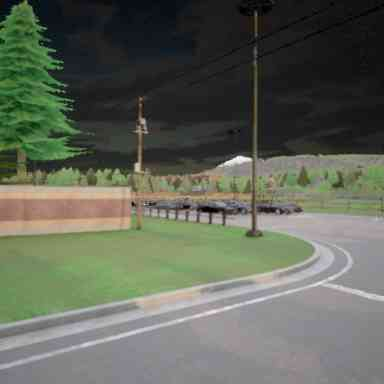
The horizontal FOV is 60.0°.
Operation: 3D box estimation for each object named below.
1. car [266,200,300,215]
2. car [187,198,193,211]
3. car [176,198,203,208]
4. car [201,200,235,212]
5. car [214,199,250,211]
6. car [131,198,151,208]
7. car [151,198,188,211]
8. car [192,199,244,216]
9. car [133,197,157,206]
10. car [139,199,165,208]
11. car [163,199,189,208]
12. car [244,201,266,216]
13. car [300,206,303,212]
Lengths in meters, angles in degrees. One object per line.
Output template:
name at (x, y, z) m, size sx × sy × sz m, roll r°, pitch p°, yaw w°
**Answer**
car at (8.816, 1.700, 36.244) m, size 1.837 × 1.490 × 4.892 m, roll 0°, pitch 0°, yaw -36°
car at (-0.363, 1.661, 42.961) m, size 2.128 × 1.511 × 4.902 m, roll 0°, pitch 0°, yaw -36°
car at (-0.463, 1.723, 55.190) m, size 1.837 × 1.490 × 4.892 m, roll 0°, pitch 0°, yaw -36°
car at (3.387, 1.795, 43.749) m, size 1.895 × 1.301 × 4.718 m, roll 0°, pitch 0°, yaw -36°
car at (5.521, 1.766, 46.800) m, size 2.033 × 1.411 × 5.357 m, roll 0°, pitch 0°, yaw -36°
car at (-7.872, 1.635, 47.380) m, size 2.128 × 1.511 × 4.902 m, roll 0°, pitch 0°, yaw -36°
car at (-2.765, 1.709, 40.301) m, size 1.994 × 1.385 × 4.181 m, roll 0°, pitch 0°, yaw -36°
car at (2.507, 1.624, 33.017) m, size 1.882 × 1.535 × 5.008 m, roll 0°, pitch 0°, yaw -36°
car at (-8.675, 1.739, 60.561) m, size 2.033 × 1.411 × 5.357 m, roll 0°, pitch 0°, yaw -36°
car at (-6.223, 1.769, 51.110) m, size 1.895 × 1.301 × 4.718 m, roll 0°, pitch 0°, yaw -35°
car at (-2.574, 1.794, 52.065) m, size 1.895 × 1.301 × 4.718 m, roll 0°, pitch 0°, yaw -35°
car at (5.037, 1.662, 35.493) m, size 2.128 × 1.511 × 4.902 m, roll 0°, pitch 0°, yaw -36°
car at (10.924, 1.783, 39.301) m, size 1.994 × 1.385 × 4.181 m, roll 0°, pitch 0°, yaw -36°
